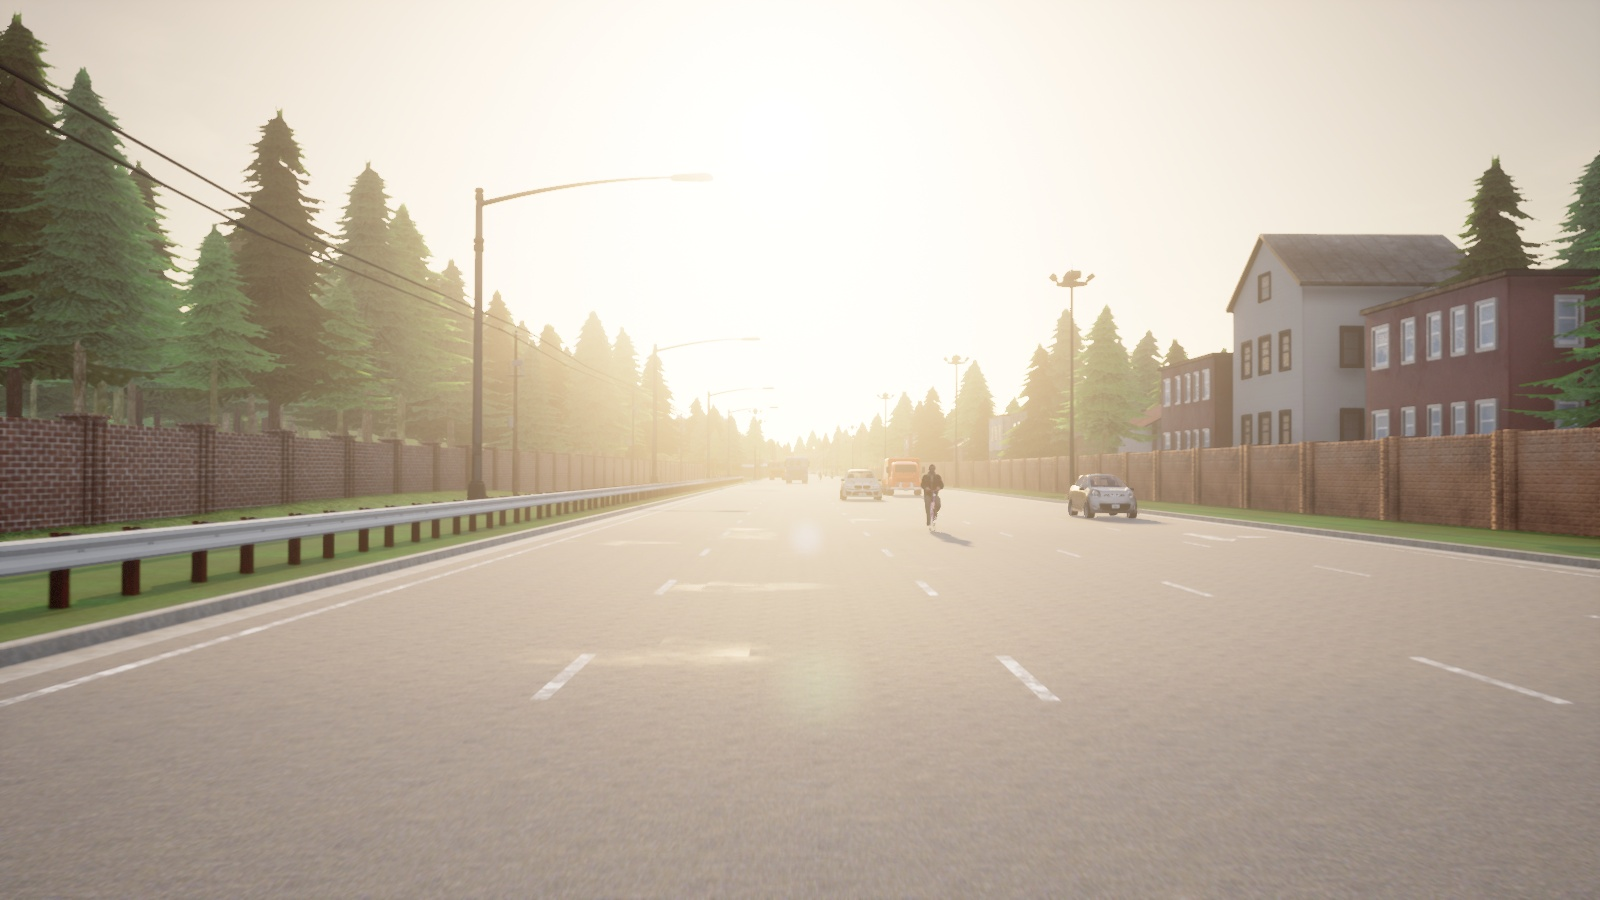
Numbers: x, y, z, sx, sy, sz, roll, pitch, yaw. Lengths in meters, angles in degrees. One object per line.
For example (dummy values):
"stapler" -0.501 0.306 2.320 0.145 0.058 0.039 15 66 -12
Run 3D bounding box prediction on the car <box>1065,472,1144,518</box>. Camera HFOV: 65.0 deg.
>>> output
"car" 10.403 1.518 43.147 1.845 1.501 3.633 0 -1 0

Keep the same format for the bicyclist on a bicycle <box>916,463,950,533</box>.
"bicyclist on a bicycle" 3.430 1.222 32.453 0.659 1.776 1.843 0 -1 0

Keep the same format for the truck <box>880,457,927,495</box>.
"truck" 6.809 1.706 83.084 2.627 2.467 5.204 0 -1 0

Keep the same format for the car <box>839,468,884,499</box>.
"car" 3.342 1.818 69.214 2.242 1.667 4.611 0 -1 0
